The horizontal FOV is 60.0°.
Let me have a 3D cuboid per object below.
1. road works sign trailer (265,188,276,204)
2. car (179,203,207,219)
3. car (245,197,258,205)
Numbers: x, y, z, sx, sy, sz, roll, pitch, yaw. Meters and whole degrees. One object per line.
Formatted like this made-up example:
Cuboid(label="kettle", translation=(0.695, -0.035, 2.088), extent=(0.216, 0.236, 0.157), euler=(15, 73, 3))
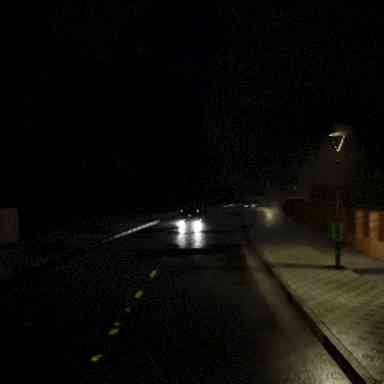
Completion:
Cuboid(label="road works sign trailer", translation=(17.930, 0.911, 75.213), extent=(2.380, 3.560, 2.880), euler=(-1, -1, 28))
Cuboid(label="car", translation=(0.185, 1.723, 30.912), extent=(1.895, 1.301, 4.718), euler=(0, 0, 11))
Cuboid(label="car", translation=(12.556, 1.889, 70.118), extent=(1.882, 1.535, 5.008), euler=(-1, -1, 24))
